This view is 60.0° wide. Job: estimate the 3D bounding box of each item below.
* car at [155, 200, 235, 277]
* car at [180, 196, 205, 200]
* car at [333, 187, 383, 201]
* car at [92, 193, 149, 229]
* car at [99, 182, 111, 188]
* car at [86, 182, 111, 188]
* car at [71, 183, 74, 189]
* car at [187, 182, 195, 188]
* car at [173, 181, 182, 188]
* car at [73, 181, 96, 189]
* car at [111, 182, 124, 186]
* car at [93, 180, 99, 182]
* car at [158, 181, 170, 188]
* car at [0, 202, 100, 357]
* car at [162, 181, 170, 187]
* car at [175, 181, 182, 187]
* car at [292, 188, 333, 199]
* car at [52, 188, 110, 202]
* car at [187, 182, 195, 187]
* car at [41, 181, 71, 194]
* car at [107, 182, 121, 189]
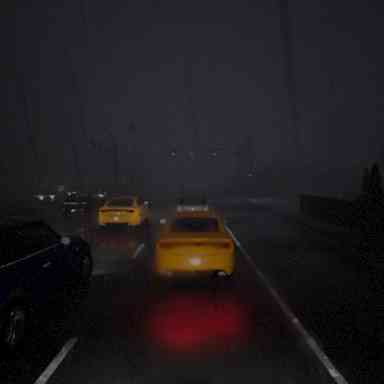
[{"bbox_3d":[0.068,1.258,9.670,1.882,1.535,5.008,0,2,0],"label":"car"},{"bbox_3d":[0.034,0.909,21.225,1.895,1.301,4.718,0,2,0],"label":"car"},{"bbox_3d":[17.836,0.245,34.579,4.902,1.511,2.128,0,2,2],"label":"car"},{"bbox_3d":[-3.453,0.938,17.564,1.882,1.535,5.008,0,3,0],"label":"car"},{"bbox_3d":[-21.267,-1.678,81.358,1.812,1.442,4.674,0,2,0],"label":"car"},{"bbox_3d":[-14.217,-0.425,50.918,1.837,1.490,4.892,0,2,-1],"label":"car"},{"bbox_3d":[-21.213,-0.870,61.253,2.128,1.511,4.902,0,2,0],"label":"car"},{"bbox_3d":[-0.274,-1.761,83.476,2.128,1.511,4.902,0,2,0],"label":"car"},{"bbox_3d":[-3.773,-1.804,83.002,1.882,1.535,5.008,0,2,0],"label":"car"},{"bbox_3d":[-17.749,-0.602,55.647,1.812,1.442,4.674,0,2,0],"label":"car"},{"bbox_3d":[-14.242,-0.841,60.226,1.882,1.535,5.008,0,2,0],"label":"car"},{"bbox_3d":[-17.715,-1.053,65.714,2.128,1.511,4.902,0,2,0],"label":"car"},{"bbox_3d":[-7.273,-1.754,82.993,2.128,1.511,4.902,0,2,0],"label":"car"},{"bbox_3d":[-3.421,1.262,6.093,2.097,1.767,4.553,0,2,0],"label":"car"},{"bbox_3d":[-7.307,-2.312,93.398,1.837,1.490,4.892,0,2,0],"label":"car"},{"bbox_3d":[-3.807,-2.312,93.410,1.837,1.490,4.892,0,2,0],"label":"car"},{"bbox_3d":[13.993,0.202,38.223,4.718,1.301,1.895,0,2,2],"label":"car"},{"bbox_3d":[-6.969,0.773,21.865,2.128,1.511,4.902,0,2,0],"label":"car"},{"bbox_3d":[-0.307,-2.161,93.424,2.033,1.411,5.357,0,2,0],"label":"car"},{"bbox_3d":[-21.249,-0.729,51.396,2.150,2.045,5.566,0,2,0],"label":"car"},{"bbox_3d":[-17.749,-1.443,75.790,2.128,1.511,4.902,0,2,0],"label":"car"}]
